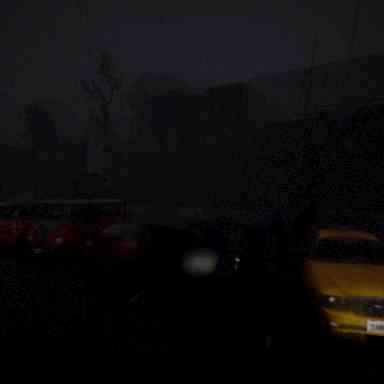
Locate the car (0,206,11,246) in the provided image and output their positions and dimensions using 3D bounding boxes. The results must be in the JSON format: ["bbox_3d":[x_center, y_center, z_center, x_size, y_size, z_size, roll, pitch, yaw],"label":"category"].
[{"bbox_3d":[-6.475,1.315,14.064,2.185,1.767,4.553,0,0,15],"label":"car"}]

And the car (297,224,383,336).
[{"bbox_3d":[3.212,1.484,6.979,1.946,1.575,5.366,1,-1,15],"label":"car"}]

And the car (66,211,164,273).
[{"bbox_3d":[-1.610,1.514,10.623,2.002,1.452,4.674,0,-1,15],"label":"car"}]

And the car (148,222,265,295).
[{"bbox_3d":[0.828,1.517,8.923,2.163,1.488,4.792,0,-1,15],"label":"car"}]

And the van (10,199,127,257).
[{"bbox_3d":[-4.054,1.234,12.243,1.878,1.987,4.442,1,0,15],"label":"van"}]
